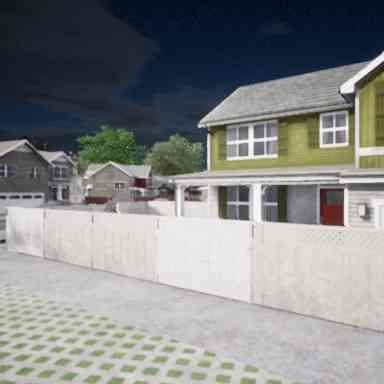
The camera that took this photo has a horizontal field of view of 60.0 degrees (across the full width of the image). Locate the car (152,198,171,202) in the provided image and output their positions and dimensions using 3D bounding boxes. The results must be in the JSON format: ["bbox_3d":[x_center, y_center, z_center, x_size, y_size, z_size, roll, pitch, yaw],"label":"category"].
[{"bbox_3d":[-4.422,1.553,46.433,1.812,1.442,4.674,0,0,22],"label":"car"}]

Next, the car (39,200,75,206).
[{"bbox_3d":[-11.260,1.470,27.134,1.837,1.490,4.892,0,0,18],"label":"car"}]

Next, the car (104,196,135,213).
[{"bbox_3d":[-8.000,1.347,36.808,2.097,1.767,4.553,0,0,20],"label":"car"}]
